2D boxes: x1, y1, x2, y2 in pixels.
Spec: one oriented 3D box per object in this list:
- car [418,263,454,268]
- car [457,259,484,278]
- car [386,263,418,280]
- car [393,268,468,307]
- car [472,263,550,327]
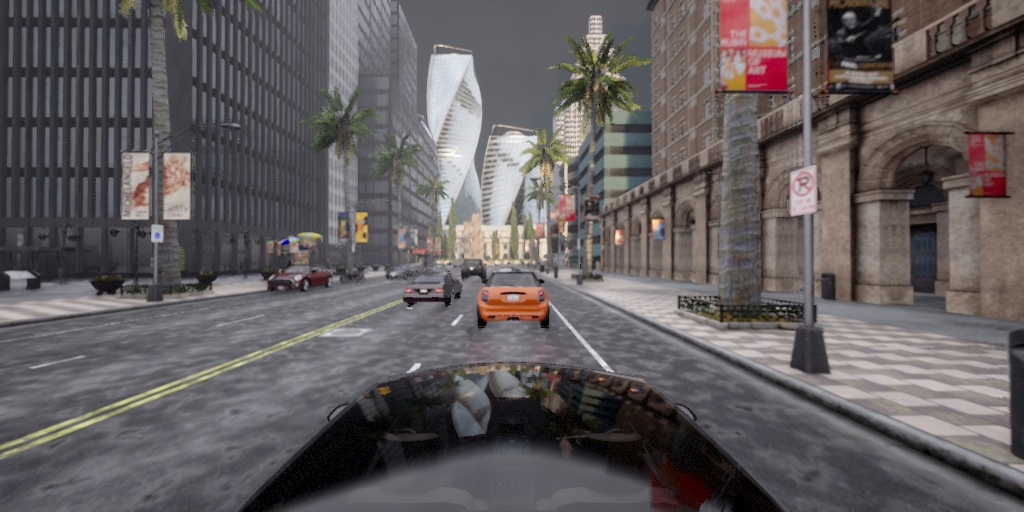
[{"bbox_3d":[-7.437,1.571,35.476,2.128,1.511,4.902,0,-1,-1],"label":"car"},{"bbox_3d":[-3.744,1.301,35.648,2.150,2.045,5.566,0,-1,-1],"label":"car"},{"bbox_3d":[-10.936,1.571,35.415,2.128,1.511,4.902,0,-1,-1],"label":"car"},{"bbox_3d":[-3.464,1.441,16.482,2.033,1.411,5.357,0,-1,0],"label":"car"},{"bbox_3d":[0.042,1.202,12.054,2.097,1.767,4.553,0,-1,0],"label":"car"}]
